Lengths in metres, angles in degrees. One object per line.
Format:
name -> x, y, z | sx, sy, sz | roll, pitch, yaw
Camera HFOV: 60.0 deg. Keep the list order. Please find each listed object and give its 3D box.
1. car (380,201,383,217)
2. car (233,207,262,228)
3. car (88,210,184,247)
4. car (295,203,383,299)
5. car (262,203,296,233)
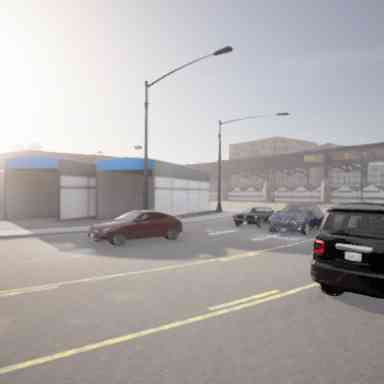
car -> 19.975, 1.734, 31.981 | 2.128, 1.511, 4.902 | 0, 0, 16
car -> 4.664, 1.722, 23.613 | 1.895, 1.301, 4.718 | 0, 0, 33
car -> -2.476, 1.574, 15.552 | 4.674, 1.442, 1.812 | 1, 0, -42
car -> 4.951, 1.280, 7.793 | 5.566, 2.045, 2.150 | 1, 0, -41
car -> 6.257, 1.465, 19.650 | 2.097, 1.767, 4.553 | 0, 0, 37
